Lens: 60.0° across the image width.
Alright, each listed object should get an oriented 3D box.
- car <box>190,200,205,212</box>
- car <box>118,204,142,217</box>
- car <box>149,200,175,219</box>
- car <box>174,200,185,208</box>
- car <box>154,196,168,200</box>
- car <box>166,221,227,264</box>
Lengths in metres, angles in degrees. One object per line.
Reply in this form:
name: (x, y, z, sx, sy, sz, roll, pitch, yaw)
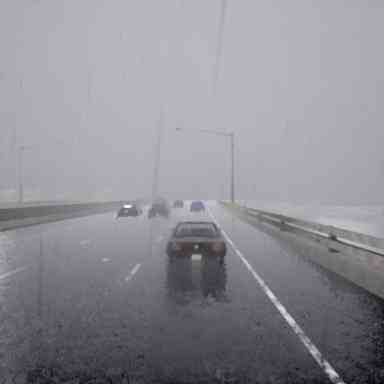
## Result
car: (0.793, 1.952, 47.053, 1.882, 1.535, 5.008, 0, 0, 2)
car: (-6.501, 1.914, 35.200, 1.994, 1.385, 4.181, 0, -1, 1)
car: (-3.059, 1.822, 32.444, 1.837, 1.490, 4.892, 0, -1, 1)
car: (-2.344, 2.104, 58.519, 1.837, 1.490, 4.892, 0, -2, 2)
car: (-5.738, 1.850, 61.673, 2.150, 2.045, 5.566, 0, -2, 2)
car: (0.157, 1.717, 12.287, 1.895, 1.301, 4.718, 0, -1, 1)
